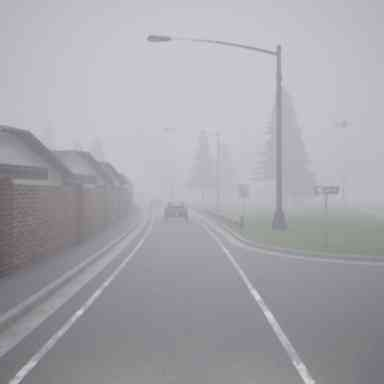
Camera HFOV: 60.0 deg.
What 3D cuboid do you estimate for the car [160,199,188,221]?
[{"bbox_3d":[-1.380,1.504,27.524,2.128,1.511,4.902,0,0,-5],"label":"car"}]

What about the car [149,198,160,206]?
[{"bbox_3d":[-5.932,1.593,54.974,1.994,1.385,4.181,0,0,-13],"label":"car"}]
